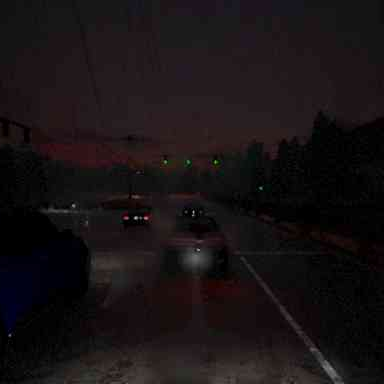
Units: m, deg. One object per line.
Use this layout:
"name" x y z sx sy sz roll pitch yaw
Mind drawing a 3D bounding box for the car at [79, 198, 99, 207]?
"car" -17.463 1.812 56.657 1.994 1.385 4.181 0 0 0

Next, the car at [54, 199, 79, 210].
"car" -17.545 1.769 46.680 1.994 1.385 4.181 0 0 0

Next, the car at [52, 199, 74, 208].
"car" -20.979 1.839 54.293 1.895 1.301 4.718 0 0 0

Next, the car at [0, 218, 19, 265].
"car" -7.034 1.607 9.600 1.994 1.385 4.181 0 0 -2

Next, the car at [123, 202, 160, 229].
"car" -3.387 1.647 22.667 2.033 1.411 5.357 0 0 0

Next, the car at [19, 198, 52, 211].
"car" -21.043 1.675 44.960 1.882 1.535 5.008 0 0 2

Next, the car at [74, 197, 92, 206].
"car" -20.958 1.759 64.236 1.882 1.535 5.008 0 0 0

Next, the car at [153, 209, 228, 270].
"car" 0.106 1.543 11.210 2.128 1.511 4.902 0 0 0

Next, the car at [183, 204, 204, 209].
"car" 0.120 1.733 29.999 1.895 1.301 4.718 0 0 0

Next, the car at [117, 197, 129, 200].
"car" -13.958 1.805 63.818 1.812 1.442 4.674 0 0 0

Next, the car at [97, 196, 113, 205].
"car" -17.456 1.647 66.793 2.097 1.767 4.553 0 0 0

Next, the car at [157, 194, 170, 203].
"car" -6.949 1.566 77.696 2.150 2.045 5.566 0 0 0

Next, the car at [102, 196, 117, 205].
"car" -14.004 1.761 53.796 1.812 1.442 4.674 0 0 0

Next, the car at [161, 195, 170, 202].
"car" -6.942 1.739 87.553 2.097 1.767 4.553 0 0 0

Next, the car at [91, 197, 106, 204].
"car" -20.951 1.804 74.456 1.882 1.535 5.008 0 0 0

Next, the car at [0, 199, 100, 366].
"car" -3.389 1.245 5.308 2.150 2.045 5.566 0 0 0

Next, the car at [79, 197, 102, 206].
"car" -14.057 1.722 44.732 1.812 1.442 4.674 0 0 0

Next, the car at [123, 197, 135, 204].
"car" -13.952 1.802 74.034 1.882 1.535 5.008 0 0 0
